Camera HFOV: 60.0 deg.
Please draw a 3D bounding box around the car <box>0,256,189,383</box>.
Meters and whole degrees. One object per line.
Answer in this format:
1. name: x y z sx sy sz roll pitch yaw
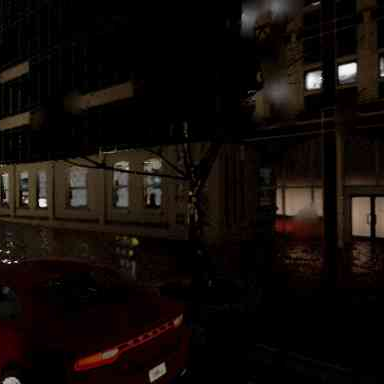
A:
1. car: -2.137 1.546 4.411 4.507 1.381 1.887 0 -1 36
